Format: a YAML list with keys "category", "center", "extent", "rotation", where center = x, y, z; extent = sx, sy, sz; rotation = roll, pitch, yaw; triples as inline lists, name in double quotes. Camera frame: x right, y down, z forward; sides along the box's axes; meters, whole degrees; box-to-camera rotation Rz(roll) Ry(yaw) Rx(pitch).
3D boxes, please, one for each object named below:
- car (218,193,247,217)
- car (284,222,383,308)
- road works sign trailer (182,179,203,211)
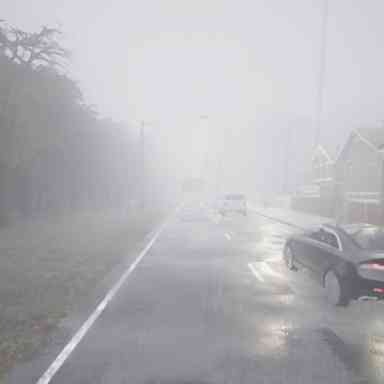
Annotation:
- category: "car"
  center: [3.609, 1.091, 30.308]
  extent: [2.150, 2.045, 5.566]
  rotation: [0, 0, 0]
- category: "car"
  center: [3.604, 1.460, 7.823]
  extent: [2.128, 1.511, 4.902]
  rotation: [0, 0, 0]
- category: "road works sign trailer"
  center: [0.016, 0.297, 38.039]
  extent: [2.380, 3.560, 2.880]
  rotation: [0, 0, 0]
